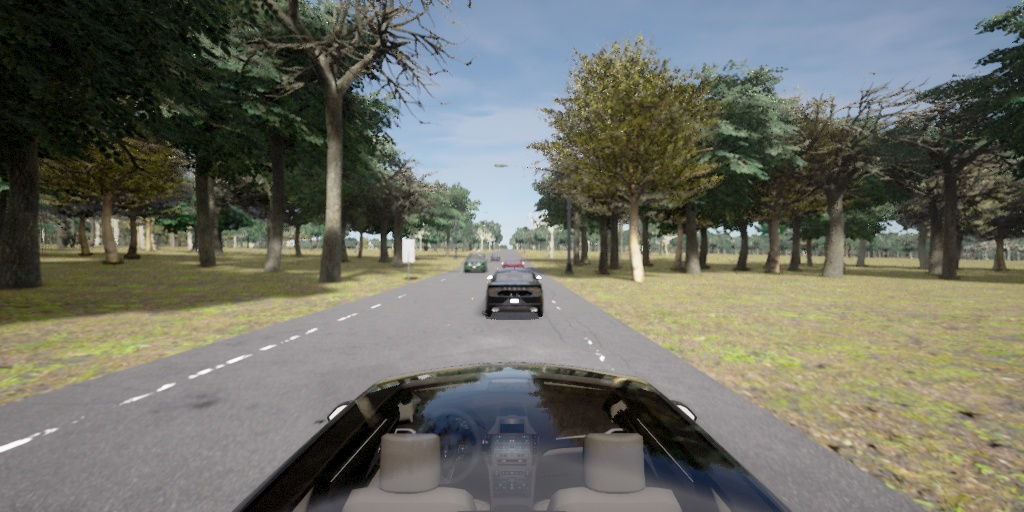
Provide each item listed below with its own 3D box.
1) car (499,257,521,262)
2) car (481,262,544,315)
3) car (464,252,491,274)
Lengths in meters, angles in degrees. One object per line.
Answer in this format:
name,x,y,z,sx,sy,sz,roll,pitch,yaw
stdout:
car,0.087,1.010,31.926,1.882,1.535,5.008,0,1,0
car,0.086,1.173,13.234,1.882,1.535,5.008,0,1,0
car,-3.657,0.693,37.131,2.150,2.045,5.566,0,1,-1
